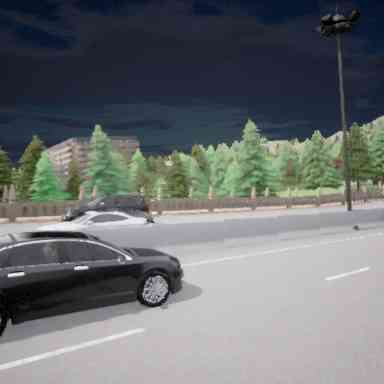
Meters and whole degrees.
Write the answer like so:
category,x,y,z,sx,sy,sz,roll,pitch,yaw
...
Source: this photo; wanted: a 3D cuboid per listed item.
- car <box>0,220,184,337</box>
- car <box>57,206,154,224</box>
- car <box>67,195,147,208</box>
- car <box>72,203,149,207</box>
category,x,y,z,sx,sy,sz,roll,pitch,yaw
car,-2.421,1.499,6.319,4.892,1.490,1.837,1,0,-35
car,-4.047,1.519,14.000,4.674,1.442,1.812,0,0,-35
car,-5.423,1.205,21.617,5.566,2.045,2.150,0,0,-35
car,-4.106,1.549,18.256,4.181,1.385,1.994,0,0,-35
